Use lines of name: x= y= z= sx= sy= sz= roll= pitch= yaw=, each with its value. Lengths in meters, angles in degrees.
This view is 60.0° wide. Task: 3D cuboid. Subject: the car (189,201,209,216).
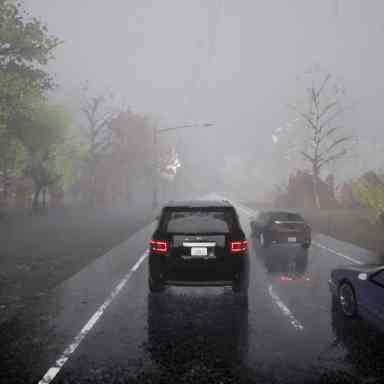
car: x=0.724 y=1.606 z=33.065 sx=1.895 sy=1.301 sz=4.718 roll=0 pitch=0 yaw=2

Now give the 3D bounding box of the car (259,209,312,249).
car: x=3.738 y=1.507 z=14.657 sx=1.837 sy=1.490 sz=4.892 roll=0 pitch=0 yaw=1

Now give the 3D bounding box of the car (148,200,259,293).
car: x=0.160 y=1.223 z=8.991 sx=2.150 sy=2.045 sz=5.566 roll=0 pitch=0 yaw=1

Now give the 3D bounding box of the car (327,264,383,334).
car: x=3.625 y=1.548 z=4.239 sx=2.033 sy=1.411 sz=5.357 roll=0 pitch=0 yaw=0
